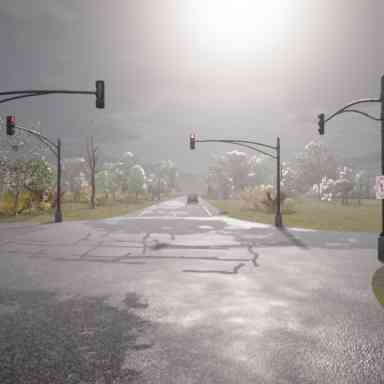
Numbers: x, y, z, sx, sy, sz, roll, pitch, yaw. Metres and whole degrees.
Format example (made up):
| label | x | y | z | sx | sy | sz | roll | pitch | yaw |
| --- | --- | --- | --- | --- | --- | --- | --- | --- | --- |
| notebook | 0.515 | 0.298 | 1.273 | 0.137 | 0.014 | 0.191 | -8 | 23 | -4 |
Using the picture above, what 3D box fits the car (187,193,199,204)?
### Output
| label | x | y | z | sx | sy | sz | roll | pitch | yaw |
| --- | --- | --- | --- | --- | --- | --- | --- | --- | --- |
| car | 0.157 | 1.293 | 67.595 | 2.150 | 2.045 | 5.566 | 0 | 0 | 0 |
